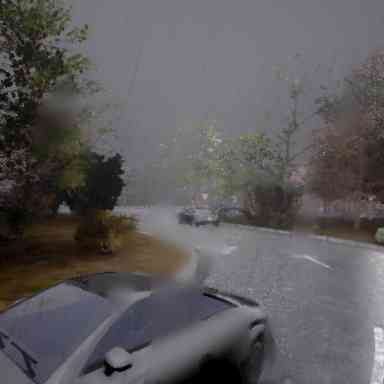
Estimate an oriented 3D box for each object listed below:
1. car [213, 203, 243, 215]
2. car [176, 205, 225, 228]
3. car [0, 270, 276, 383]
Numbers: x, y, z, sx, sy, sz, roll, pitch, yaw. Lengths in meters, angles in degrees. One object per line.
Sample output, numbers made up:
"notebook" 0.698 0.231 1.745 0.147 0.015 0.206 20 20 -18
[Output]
"car" 4.368 2.159 42.314 4.892 1.490 1.837 1 -5 -6
"car" 0.369 1.894 25.510 1.994 1.385 4.181 1 -1 -27
"car" -0.901 1.579 3.245 1.994 1.385 4.181 0 0 42
